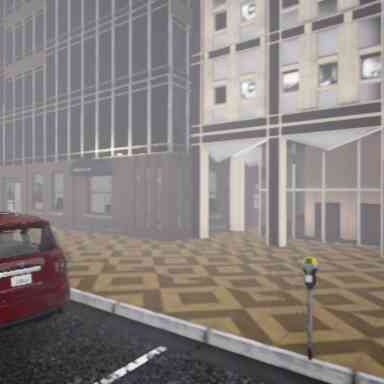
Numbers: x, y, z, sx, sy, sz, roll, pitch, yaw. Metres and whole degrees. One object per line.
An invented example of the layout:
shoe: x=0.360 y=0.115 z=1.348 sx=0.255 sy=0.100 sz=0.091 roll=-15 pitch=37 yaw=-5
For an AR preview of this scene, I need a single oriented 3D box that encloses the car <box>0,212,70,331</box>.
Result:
car: x=-4.260 y=1.266 z=5.921 sx=5.009 sy=1.841 sz=2.192 roll=1 pitch=0 yaw=36
